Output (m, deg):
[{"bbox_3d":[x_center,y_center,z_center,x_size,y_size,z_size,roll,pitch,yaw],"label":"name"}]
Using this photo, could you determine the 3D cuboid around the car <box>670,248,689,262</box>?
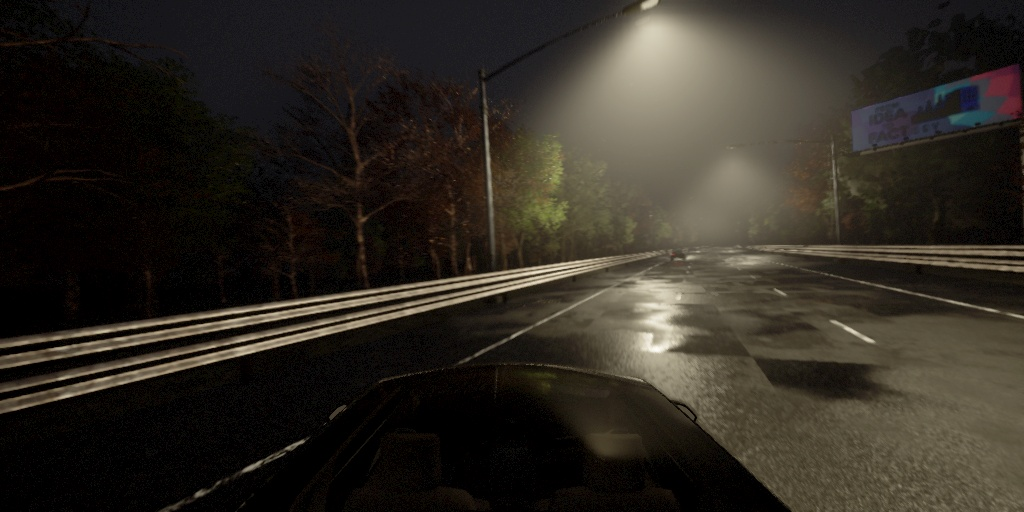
[{"bbox_3d":[23.021,-0.128,49.697,1.837,1.490,4.892,-3,0,28],"label":"car"}]
